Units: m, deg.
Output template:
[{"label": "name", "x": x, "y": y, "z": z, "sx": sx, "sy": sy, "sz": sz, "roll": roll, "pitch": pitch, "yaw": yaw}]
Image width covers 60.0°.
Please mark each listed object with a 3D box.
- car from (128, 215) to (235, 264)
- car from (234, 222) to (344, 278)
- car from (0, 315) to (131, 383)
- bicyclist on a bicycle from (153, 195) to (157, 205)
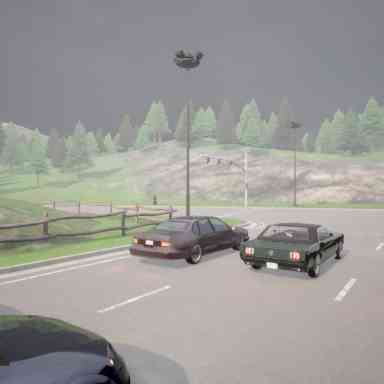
[{"label": "car", "x": 0.174, "y": 1.547, "z": 11.918, "sx": 2.033, "sy": 1.411, "sz": 5.357, "roll": 0, "pitch": 0, "yaw": 35}, {"label": "car", "x": 3.342, "y": 1.601, "z": 10.338, "sx": 1.895, "sy": 1.301, "sz": 4.718, "roll": 0, "pitch": 0, "yaw": 35}, {"label": "car", "x": -2.365, "y": 1.564, "z": 2.055, "sx": 1.994, "sy": 1.385, "sz": 4.181, "roll": 0, "pitch": 0, "yaw": 35}, {"label": "bicyclist on a bicycle", "x": -5.794, "y": 1.302, "z": 51.935, "sx": 0.582, "sy": 1.620, "sz": 1.656, "roll": 0, "pitch": 0, "yaw": 14}]
